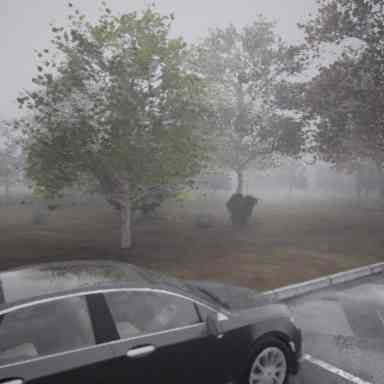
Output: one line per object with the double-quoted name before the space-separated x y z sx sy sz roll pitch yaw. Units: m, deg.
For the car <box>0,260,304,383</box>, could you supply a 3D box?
"car" -0.931 1.481 3.394 4.892 1.521 2.231 0 0 -33
